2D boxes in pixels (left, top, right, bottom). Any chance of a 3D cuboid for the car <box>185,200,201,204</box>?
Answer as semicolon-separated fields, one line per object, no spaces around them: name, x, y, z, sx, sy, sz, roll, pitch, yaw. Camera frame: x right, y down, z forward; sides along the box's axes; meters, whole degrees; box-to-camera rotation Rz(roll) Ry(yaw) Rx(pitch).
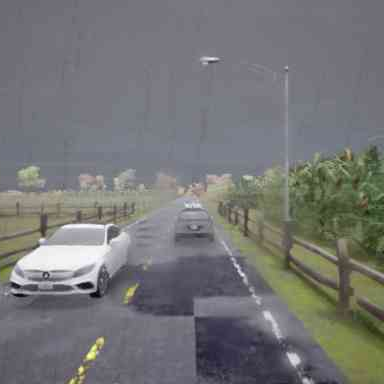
car;0.112;1.619;38.897;1.895;1.301;4.718;0;0;0

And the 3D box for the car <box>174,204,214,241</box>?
car;0.103;1.554;16.567;2.033;1.411;5.357;0;0;0

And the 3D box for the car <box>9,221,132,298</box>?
car;-2.770;1.529;8.668;1.812;1.442;4.674;0;0;1
